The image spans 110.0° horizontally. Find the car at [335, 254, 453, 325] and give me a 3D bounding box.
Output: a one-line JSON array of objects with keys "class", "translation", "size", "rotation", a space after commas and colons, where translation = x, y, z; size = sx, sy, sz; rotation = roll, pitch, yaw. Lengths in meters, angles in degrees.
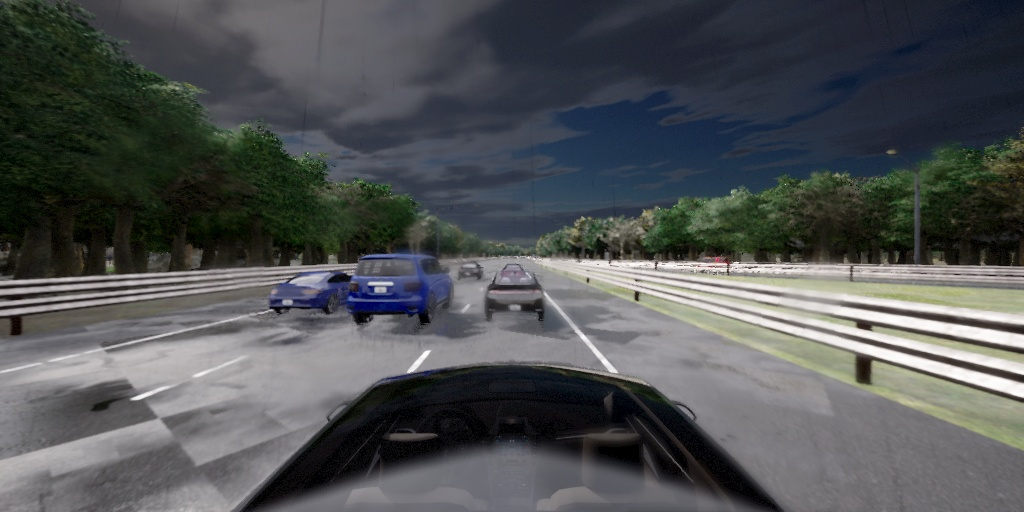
[{"class": "car", "translation": [-3.402, 0.964, 11.964], "size": [2.150, 2.045, 5.566], "rotation": [0, 0, 0]}]

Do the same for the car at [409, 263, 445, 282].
[{"class": "car", "translation": [-6.900, 1.277, 29.571], "size": [1.994, 1.385, 4.181], "rotation": [1, 0, 0]}]

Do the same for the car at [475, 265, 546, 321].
[{"class": "car", "translation": [0.099, 1.233, 12.439], "size": [2.128, 1.511, 4.902], "rotation": [0, 0, 0]}]

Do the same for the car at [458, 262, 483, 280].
[{"class": "car", "translation": [-3.396, 1.262, 30.109], "size": [1.812, 1.442, 4.674], "rotation": [1, 0, 0]}]

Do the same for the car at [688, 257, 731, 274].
[{"class": "car", "translation": [25.070, 1.152, 46.046], "size": [2.150, 2.045, 5.566], "rotation": [0, 0, -22]}]

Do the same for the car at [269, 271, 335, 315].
[{"class": "car", "translation": [-6.898, 1.263, 13.326], "size": [1.812, 1.442, 4.674], "rotation": [0, 0, 0]}]
